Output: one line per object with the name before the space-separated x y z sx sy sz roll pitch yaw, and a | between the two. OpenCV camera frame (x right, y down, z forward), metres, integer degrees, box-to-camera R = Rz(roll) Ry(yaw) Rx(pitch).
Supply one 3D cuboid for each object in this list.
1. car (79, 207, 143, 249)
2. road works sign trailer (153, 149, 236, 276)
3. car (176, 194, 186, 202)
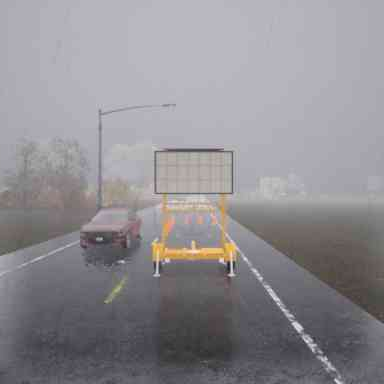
car | -3.431 1.484 14.847 1.882 1.535 5.008 0 0 0
road works sign trailer | 0.057 0.469 10.302 2.380 3.560 2.880 0 0 -1
car | -2.619 1.409 80.699 2.097 1.767 4.553 0 0 1
